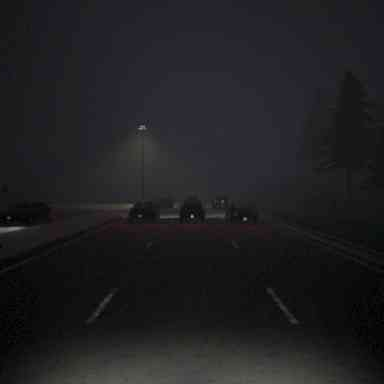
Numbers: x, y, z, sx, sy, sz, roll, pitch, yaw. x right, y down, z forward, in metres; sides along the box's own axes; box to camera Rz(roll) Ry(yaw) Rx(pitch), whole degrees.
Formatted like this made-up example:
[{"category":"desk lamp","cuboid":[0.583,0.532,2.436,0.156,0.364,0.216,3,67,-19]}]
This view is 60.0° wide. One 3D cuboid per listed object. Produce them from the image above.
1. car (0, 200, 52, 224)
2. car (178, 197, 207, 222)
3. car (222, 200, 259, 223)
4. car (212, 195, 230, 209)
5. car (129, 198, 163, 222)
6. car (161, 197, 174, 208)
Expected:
[{"category":"car","cuboid":[-11.538,1.388,23.400,1.837,1.490,4.892,0,0,0]},{"category":"car","cuboid":[0.031,1.381,25.043,1.837,1.490,4.892,0,1,1]},{"category":"car","cuboid":[3.517,1.479,24.228,1.895,1.301,4.718,0,0,0]},{"category":"car","cuboid":[3.572,1.147,40.798,2.097,1.767,4.553,0,0,0]},{"category":"car","cuboid":[-3.477,1.402,24.658,1.812,1.442,4.674,0,0,1]},{"category":"car","cuboid":[-3.418,1.348,42.862,1.994,1.385,4.181,0,0,0]}]
